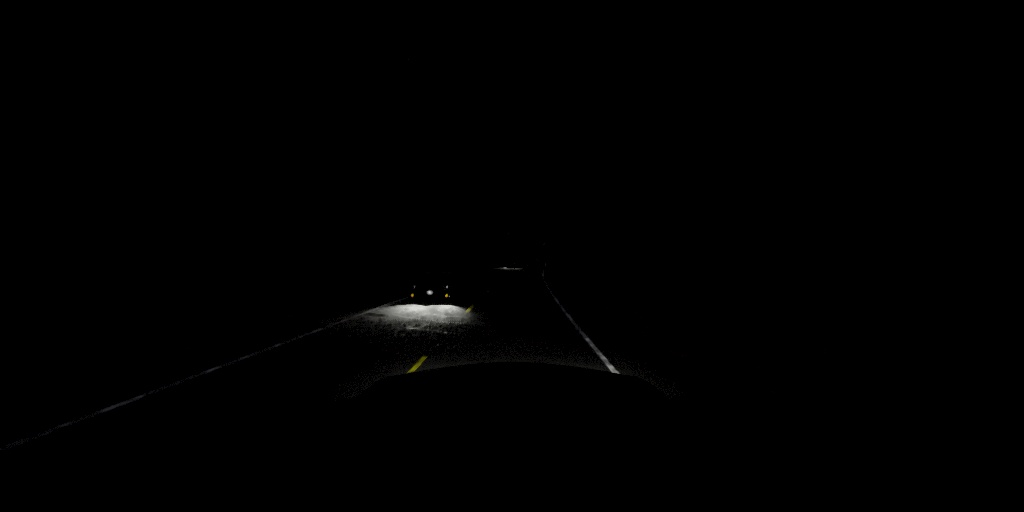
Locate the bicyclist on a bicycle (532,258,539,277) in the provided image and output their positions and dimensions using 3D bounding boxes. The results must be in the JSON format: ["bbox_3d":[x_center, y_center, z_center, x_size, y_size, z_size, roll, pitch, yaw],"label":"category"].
[{"bbox_3d":[2.123,1.170,33.202,0.582,1.620,1.656,0,0,4],"label":"bicyclist on a bicycle"}]

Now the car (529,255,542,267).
[{"bbox_3d":[4.198,0.859,64.986,2.150,2.045,5.566,0,0,6],"label":"car"}]

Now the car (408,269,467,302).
[{"bbox_3d":[-3.302,1.294,16.614,1.994,1.385,4.181,0,0,2],"label":"car"}]

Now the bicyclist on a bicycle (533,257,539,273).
[{"bbox_3d":[2.857,1.070,42.147,0.659,1.776,1.843,0,0,5],"label":"bicyclist on a bicycle"}]

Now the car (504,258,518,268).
[{"bbox_3d":[-0.124,1.147,57.827,1.837,1.490,4.892,0,0,6],"label":"car"}]
